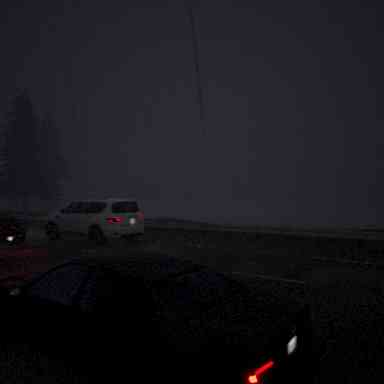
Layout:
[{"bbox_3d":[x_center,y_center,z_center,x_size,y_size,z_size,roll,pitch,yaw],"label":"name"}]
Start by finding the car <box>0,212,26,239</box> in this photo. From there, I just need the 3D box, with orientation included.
[{"bbox_3d":[-9.415,1.653,14.991,4.892,1.490,1.837,0,0,35],"label":"car"}]

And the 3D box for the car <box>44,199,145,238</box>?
[{"bbox_3d":[-4.767,1.341,15.993,5.566,2.045,2.150,0,0,36],"label":"car"}]

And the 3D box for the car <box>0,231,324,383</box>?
[{"bbox_3d":[-1.059,1.579,4.748,5.357,1.411,2.033,-1,0,36],"label":"car"}]
